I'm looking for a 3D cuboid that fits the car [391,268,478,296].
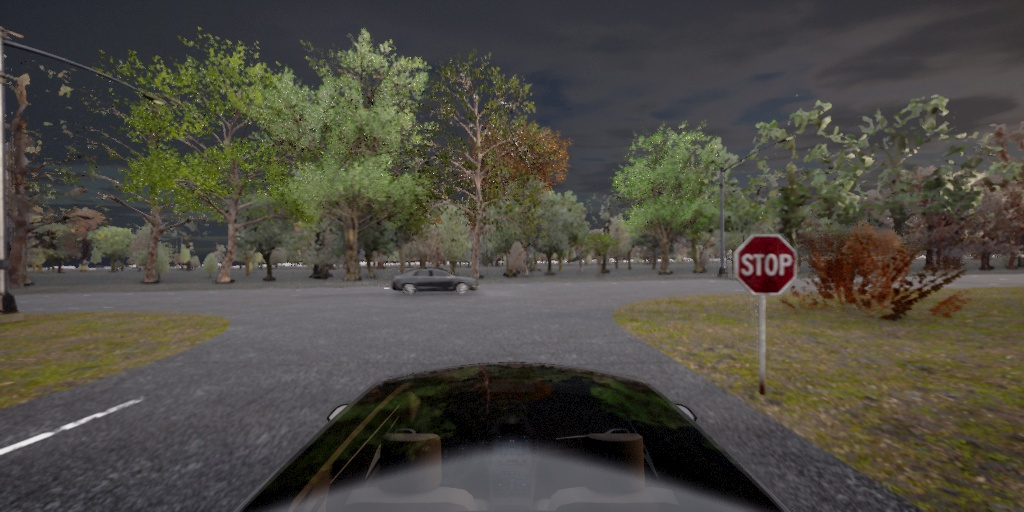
[{"bbox_3d":[-4.393,1.444,20.696,4.892,1.490,1.837,0,-1,-9],"label":"car"}]
